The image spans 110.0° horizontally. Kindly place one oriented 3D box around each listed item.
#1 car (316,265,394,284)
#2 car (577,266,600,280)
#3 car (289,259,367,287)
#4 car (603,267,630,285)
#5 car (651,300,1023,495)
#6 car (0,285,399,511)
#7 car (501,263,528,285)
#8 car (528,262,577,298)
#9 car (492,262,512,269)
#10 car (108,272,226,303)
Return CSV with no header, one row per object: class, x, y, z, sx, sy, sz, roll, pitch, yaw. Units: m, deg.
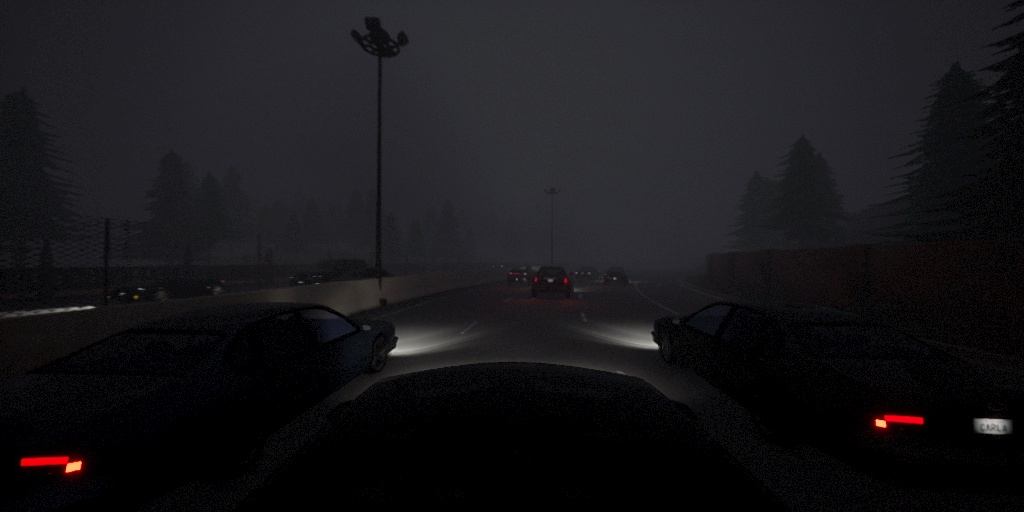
car,-8.525,1.457,20.601,1.837,1.490,4.892,0,-1,12
car,7.906,1.752,37.528,2.033,1.411,5.357,0,-1,23
car,-11.545,1.196,23.278,2.150,2.045,5.566,0,-1,12
car,8.921,1.650,30.619,1.812,1.442,4.674,0,-1,19
car,3.744,1.351,5.189,2.033,1.411,5.357,0,-1,3
car,-3.269,1.323,4.650,2.033,1.411,5.357,0,-1,3
car,1.051,1.573,29.072,2.128,1.511,4.902,0,-1,17
car,2.459,1.339,20.816,2.097,1.767,4.553,0,-1,12
car,-1.331,1.773,57.867,2.097,1.767,4.553,0,-1,32
car,-16.217,1.450,17.161,1.994,1.385,4.181,0,-1,9
